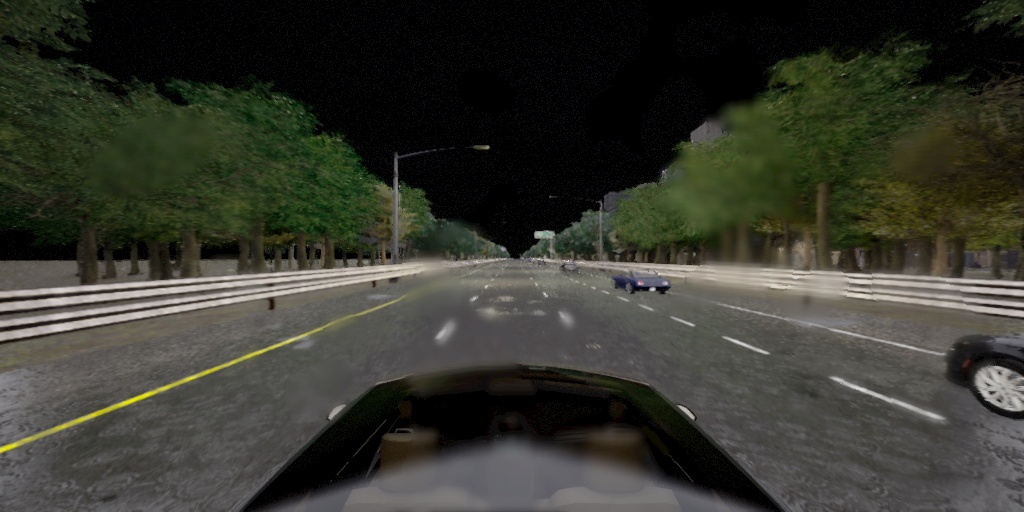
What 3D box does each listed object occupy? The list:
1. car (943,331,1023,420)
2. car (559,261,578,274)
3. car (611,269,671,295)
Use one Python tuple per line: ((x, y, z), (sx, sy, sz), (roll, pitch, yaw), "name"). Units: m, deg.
((7.001, 1.260, 2.973), (1.837, 1.490, 4.892), (0, 0, 0), "car")
((7.091, 1.396, 44.925), (2.128, 1.511, 4.902), (0, 0, 0), "car")
((7.014, 1.399, 20.130), (1.895, 1.301, 4.718), (0, 0, 0), "car")
